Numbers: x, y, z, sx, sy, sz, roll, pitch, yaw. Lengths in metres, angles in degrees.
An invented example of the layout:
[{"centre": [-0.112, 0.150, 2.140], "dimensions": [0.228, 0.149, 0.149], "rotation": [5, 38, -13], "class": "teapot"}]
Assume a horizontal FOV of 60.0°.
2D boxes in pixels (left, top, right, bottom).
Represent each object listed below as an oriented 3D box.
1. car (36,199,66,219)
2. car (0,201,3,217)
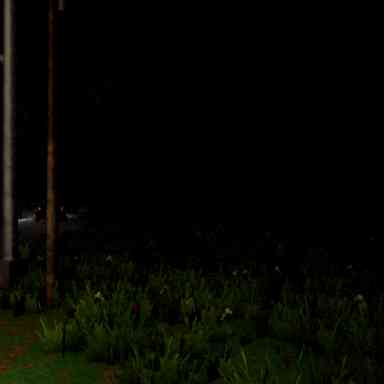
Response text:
[{"centre": [-11.412, 1.324, 26.872], "dimensions": [2.097, 1.767, 4.553], "rotation": [0, 0, -23], "class": "car"}, {"centre": [-12.692, 1.520, 19.884], "dimensions": [2.033, 1.411, 5.357], "rotation": [0, 0, -13], "class": "car"}]
